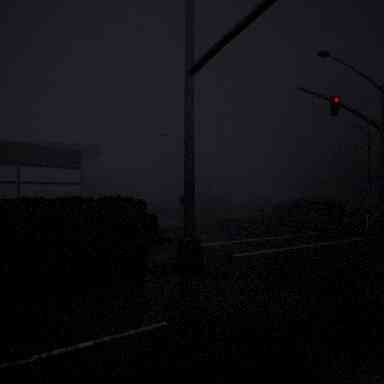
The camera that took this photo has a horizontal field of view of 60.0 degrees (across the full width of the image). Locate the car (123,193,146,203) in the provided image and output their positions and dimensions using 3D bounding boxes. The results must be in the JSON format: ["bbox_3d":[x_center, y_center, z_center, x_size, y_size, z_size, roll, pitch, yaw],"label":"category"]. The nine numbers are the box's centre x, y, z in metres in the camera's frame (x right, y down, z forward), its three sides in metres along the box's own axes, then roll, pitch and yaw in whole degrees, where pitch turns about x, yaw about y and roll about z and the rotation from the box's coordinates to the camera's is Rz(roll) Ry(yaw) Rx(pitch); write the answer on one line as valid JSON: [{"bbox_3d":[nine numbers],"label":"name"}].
[{"bbox_3d":[-10.972,1.071,63.574,3.866,1.878,1.905,0,0,-35],"label":"car"}]

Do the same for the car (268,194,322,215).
[{"bbox_3d":[10.163,1.325,32.493,5.027,1.636,2.152,0,0,-35],"label":"car"}]

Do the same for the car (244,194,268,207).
[{"bbox_3d":[9.638,1.312,46.598,3.633,1.501,1.845,0,0,-35],"label":"car"}]

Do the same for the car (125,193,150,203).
[{"bbox_3d":[-9.562,1.355,60.502,3.806,1.475,1.970,0,0,-35],"label":"car"}]

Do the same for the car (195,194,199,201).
[{"bbox_3d":[1.562,1.288,76.838,4.514,1.523,2.007,0,0,-35],"label":"car"}]

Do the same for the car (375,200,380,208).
[{"bbox_3d":[25.525,1.375,43.097,3.806,1.475,1.970,0,0,-35],"label":"car"}]

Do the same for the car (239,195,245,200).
[{"bbox_3d":[13.388,1.142,72.824,5.027,1.636,2.152,0,0,-35],"label":"car"}]

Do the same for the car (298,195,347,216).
[{"bbox_3d":[12.008,1.334,29.956,4.514,1.523,2.007,0,0,-35],"label":"car"}]

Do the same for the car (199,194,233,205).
[{"bbox_3d":[3.931,1.291,54.801,4.514,1.523,2.007,0,0,-35],"label":"car"}]

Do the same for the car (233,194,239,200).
[{"bbox_3d":[9.436,1.221,77.890,3.806,1.475,1.970,0,0,-35],"label":"car"}]

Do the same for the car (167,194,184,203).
[{"bbox_3d":[-2.644,1.090,65.405,4.605,1.855,1.932,0,0,-35],"label":"car"}]
